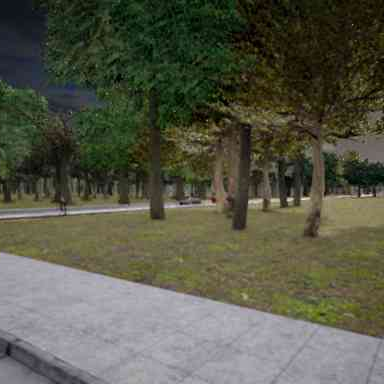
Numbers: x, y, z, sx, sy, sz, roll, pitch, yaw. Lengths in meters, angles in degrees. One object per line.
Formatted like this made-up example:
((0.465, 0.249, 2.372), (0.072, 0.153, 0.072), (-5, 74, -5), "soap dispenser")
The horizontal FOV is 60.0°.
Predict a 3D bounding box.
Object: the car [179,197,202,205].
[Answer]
((-0.151, 1.395, 51.999), (1.994, 1.385, 4.181), (0, 0, 36), "car")

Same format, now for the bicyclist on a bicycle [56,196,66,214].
((-11.980, 1.166, 30.448), (1.656, 1.620, 0.582), (0, 0, 36), "bicyclist on a bicycle")

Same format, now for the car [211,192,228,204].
((5.537, 1.050, 60.010), (2.150, 2.045, 5.566), (0, 0, 36), "car")
